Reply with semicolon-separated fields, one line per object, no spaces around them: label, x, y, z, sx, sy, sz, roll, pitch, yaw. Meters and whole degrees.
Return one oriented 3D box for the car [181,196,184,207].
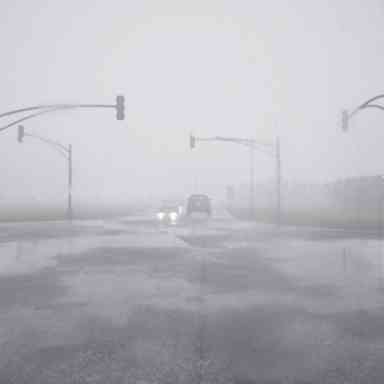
car;-2.114;1.478;51.777;2.128;1.511;4.902;0;0;3

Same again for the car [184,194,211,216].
car;0.691;1.217;32.336;2.150;2.045;5.566;0;0;2

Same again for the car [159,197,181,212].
car;-2.714;1.595;39.745;1.895;1.301;4.718;0;0;3

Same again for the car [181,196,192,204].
car;-1.130;1.500;66.444;1.812;1.442;4.674;0;0;4
